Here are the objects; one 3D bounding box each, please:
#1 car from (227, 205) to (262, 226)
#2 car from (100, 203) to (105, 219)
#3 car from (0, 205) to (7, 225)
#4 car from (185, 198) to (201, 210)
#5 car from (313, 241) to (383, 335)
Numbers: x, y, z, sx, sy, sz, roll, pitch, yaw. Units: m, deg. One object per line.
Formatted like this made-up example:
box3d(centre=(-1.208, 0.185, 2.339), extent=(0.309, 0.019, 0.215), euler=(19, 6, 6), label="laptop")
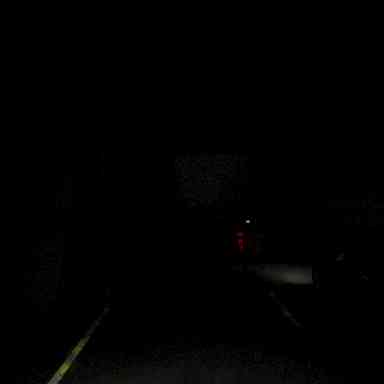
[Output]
box3d(centre=(3.601, 1.598, 23.597), extent=(1.895, 1.301, 4.718), euler=(0, 0, 0), label="car")
box3d(centre=(-7.098, 1.502, 23.126), extent=(1.837, 1.490, 4.892), euler=(0, 0, 0), label="car")
box3d(centre=(-10.599, 1.503, 18.215), extent=(1.837, 1.490, 4.892), euler=(0, 0, 0), label="car")
box3d(centre=(0.103, 1.472, 42.945), extent=(1.882, 1.535, 5.008), euler=(0, 0, 0), label="car")
box3d(centre=(3.600, 1.525, 5.526), extent=(1.812, 1.442, 4.674), euler=(0, 0, 0), label="car")
